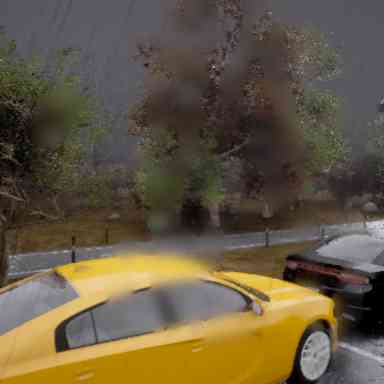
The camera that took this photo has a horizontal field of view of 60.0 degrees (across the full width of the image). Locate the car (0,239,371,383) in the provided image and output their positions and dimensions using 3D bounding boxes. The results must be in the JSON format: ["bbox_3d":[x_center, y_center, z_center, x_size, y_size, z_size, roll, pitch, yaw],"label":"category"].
[{"bbox_3d":[-0.403,1.494,3.769,5.008,1.535,2.097,0,0,-33],"label":"car"}]

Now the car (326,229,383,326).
[{"bbox_3d":[4.114,1.525,6.990,5.008,1.535,2.097,0,0,-33],"label":"car"}]
